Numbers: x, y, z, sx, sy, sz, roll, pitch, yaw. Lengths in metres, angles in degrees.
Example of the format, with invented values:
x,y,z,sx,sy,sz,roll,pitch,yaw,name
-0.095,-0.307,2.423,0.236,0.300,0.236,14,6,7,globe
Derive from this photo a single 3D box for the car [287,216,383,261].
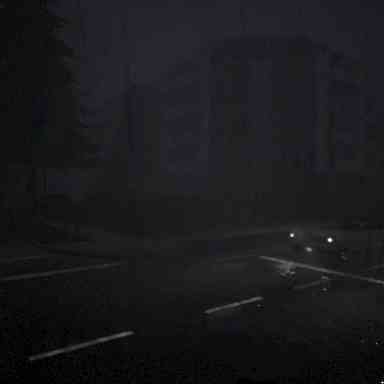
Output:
x,y,z,sx,sy,sz,roll,pitch,yaw,name
5.692,1.599,12.349,4.718,1.301,1.895,0,0,-35,car
